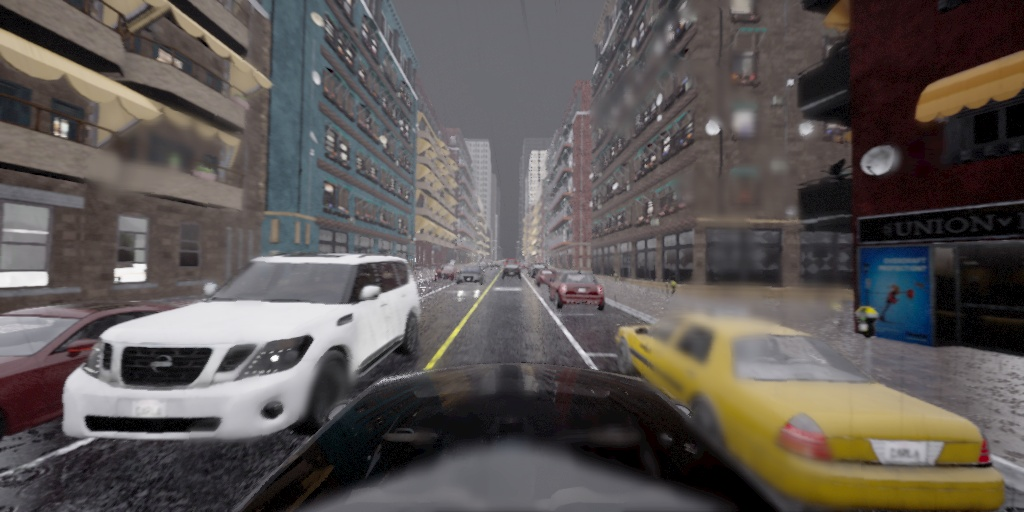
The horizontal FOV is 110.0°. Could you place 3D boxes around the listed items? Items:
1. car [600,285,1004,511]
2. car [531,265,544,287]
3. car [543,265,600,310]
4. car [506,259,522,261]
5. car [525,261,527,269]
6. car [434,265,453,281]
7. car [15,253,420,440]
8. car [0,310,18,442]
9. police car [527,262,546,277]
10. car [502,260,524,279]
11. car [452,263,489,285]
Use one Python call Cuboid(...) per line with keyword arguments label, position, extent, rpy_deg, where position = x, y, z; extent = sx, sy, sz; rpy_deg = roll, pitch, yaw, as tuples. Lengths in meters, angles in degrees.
Cuboid(label="car", position=(2.700, 1.340, 4.791), extent=(1.751, 1.417, 4.829), rpy_deg=(0, 0, 0))
Cuboid(label="car", position=(2.609, 1.587, 26.783), extent=(1.802, 1.307, 4.207), rpy_deg=(0, 0, 0))
Cuboid(label="car", position=(2.656, 1.351, 15.702), extent=(1.967, 1.591, 4.097), rpy_deg=(0, 0, 0))
Cuboid(label="car", position=(-0.080, 1.400, 51.997), extent=(2.150, 2.045, 5.566), rpy_deg=(1, 0, 0))
Cuboid(label="car", position=(2.995, 1.672, 45.743), extent=(1.837, 1.490, 4.892), rpy_deg=(1, 0, 0))
Cuboid(label="car", position=(-5.794, 1.477, 32.237), extent=(1.888, 1.381, 4.507), rpy_deg=(0, 0, 0))
Cuboid(label="car", position=(-3.080, 0.964, 5.803), extent=(2.150, 2.045, 5.566), rpy_deg=(1, 0, 0))
Cuboid(label="car", position=(-5.678, 1.276, 4.534), extent=(1.802, 1.307, 4.207), rpy_deg=(0, 0, 0))
Cuboid(label="police car", position=(3.013, 1.537, 38.852), extent=(1.930, 1.638, 5.238), rpy_deg=(1, 0, 0))
Cuboid(label="car", position=(-0.028, 1.536, 37.686), extent=(1.882, 1.535, 5.008), rpy_deg=(1, 0, 0))
Cuboid(label="car", position=(-3.123, 1.498, 27.859), extent=(1.994, 1.385, 4.181), rpy_deg=(1, -1, 0))
